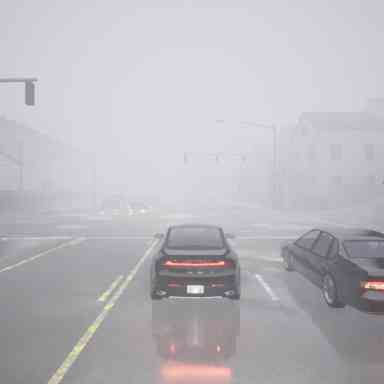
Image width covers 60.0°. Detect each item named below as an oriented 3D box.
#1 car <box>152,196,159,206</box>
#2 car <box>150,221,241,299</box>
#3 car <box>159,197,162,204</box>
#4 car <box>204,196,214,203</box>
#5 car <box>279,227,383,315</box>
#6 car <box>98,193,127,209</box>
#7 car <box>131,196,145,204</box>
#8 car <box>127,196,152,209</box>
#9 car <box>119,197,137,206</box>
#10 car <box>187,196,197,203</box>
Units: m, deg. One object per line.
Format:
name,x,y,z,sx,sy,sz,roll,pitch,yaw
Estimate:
car,-7.090,1.505,54.644,1.837,1.490,4.892,0,0,0
car,0.075,1.505,8.410,1.837,1.490,4.892,0,0,0
car,-7.038,1.547,65.055,2.033,1.411,5.357,0,0,1
car,3.499,1.545,69.176,2.033,1.411,5.357,0,0,0
car,3.575,1.547,7.834,2.033,1.411,5.357,0,0,0
car,-10.600,1.221,44.974,2.150,2.045,5.566,0,0,0
car,-10.533,1.504,65.412,1.837,1.490,4.892,0,0,0
car,-7.098,1.477,45.189,1.882,1.535,5.008,0,0,0
car,-10.587,1.547,55.221,2.033,1.411,5.357,0,0,0
car,0.001,1.547,69.176,2.033,1.411,5.357,0,0,0
